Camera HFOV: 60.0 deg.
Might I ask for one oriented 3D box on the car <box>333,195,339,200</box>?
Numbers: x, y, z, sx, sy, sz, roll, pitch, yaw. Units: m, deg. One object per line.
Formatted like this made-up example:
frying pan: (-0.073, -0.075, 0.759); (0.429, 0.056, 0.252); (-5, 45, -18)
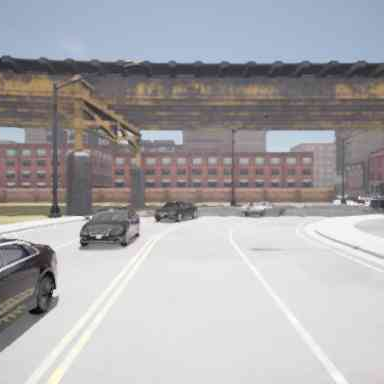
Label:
car: (29.828, 1.085, 73.893); (4.974, 1.542, 2.038); (0, 0, -39)

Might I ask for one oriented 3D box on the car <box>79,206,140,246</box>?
car: (-3.480, 1.430, 14.841); (1.837, 1.490, 4.892); (0, 0, 0)

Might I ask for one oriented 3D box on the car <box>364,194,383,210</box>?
car: (22.141, 1.310, 36.654); (4.902, 1.511, 2.128); (0, 0, -9)

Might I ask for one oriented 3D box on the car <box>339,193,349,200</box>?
car: (33.865, 0.925, 74.589); (1.853, 1.218, 4.536); (0, 0, -34)

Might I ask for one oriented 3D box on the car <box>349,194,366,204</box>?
car: (29.360, 1.179, 55.035); (2.038, 1.542, 4.974); (0, 0, -29)

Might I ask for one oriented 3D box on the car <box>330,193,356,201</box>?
car: (33.836, 1.082, 74.633); (2.038, 1.542, 4.974); (0, 0, -34)

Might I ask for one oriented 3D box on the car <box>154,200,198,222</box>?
car: (-1.101, 1.380, 25.009); (1.837, 1.490, 4.892); (0, 0, 23)

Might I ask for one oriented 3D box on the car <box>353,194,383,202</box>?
car: (29.335, 1.022, 55.079); (1.853, 1.218, 4.536); (0, 0, -29)

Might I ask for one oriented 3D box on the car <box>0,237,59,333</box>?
car: (-3.564, 1.467, 4.688); (2.128, 1.511, 4.902); (0, 0, 0)

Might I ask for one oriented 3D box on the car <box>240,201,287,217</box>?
car: (6.431, 1.454, 29.505); (4.718, 1.301, 1.895); (0, 0, -43)
